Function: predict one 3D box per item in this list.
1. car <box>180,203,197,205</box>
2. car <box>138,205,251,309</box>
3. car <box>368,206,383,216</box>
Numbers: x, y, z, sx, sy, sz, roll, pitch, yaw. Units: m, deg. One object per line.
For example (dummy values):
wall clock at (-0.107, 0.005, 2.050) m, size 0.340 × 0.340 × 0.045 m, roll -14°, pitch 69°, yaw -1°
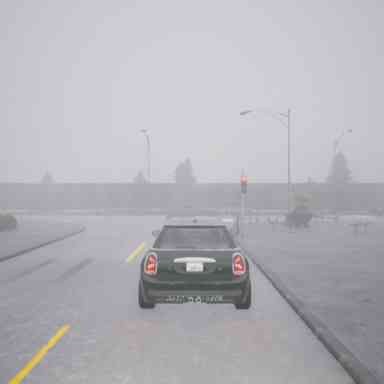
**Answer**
car at (0.006, 1.557, 26.430) m, size 4.181 × 1.385 × 1.994 m, roll 0°, pitch 0°, yaw 0°
car at (0.071, 1.350, 8.017) m, size 2.097 × 1.767 × 4.553 m, roll 0°, pitch 0°, yaw 1°
car at (19.302, 1.539, 30.605) m, size 5.357 × 1.411 × 2.033 m, roll 0°, pitch 0°, yaw 0°
